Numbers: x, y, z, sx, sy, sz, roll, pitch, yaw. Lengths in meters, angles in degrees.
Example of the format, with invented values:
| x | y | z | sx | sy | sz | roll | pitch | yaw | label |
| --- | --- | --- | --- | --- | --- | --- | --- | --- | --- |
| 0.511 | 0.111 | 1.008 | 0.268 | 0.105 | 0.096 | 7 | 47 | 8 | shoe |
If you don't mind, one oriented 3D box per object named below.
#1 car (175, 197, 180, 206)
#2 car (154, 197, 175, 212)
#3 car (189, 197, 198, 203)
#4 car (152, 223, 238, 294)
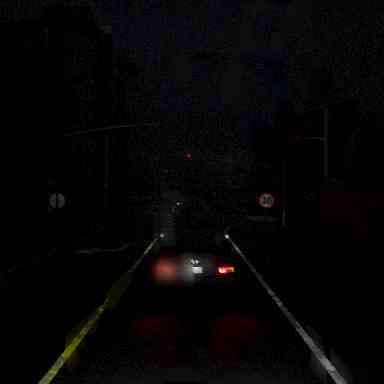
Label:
| x | y | z | sx | sy | sz | roll | pitch | yaw | label |
| --- | --- | --- | --- | --- | --- | --- | --- | --- | --- |
| -3.467 | 1.492 | 53.714 | 2.128 | 1.511 | 4.902 | 0 | 0 | 0 | car |
| -3.292 | 1.504 | 39.063 | 1.837 | 1.490 | 4.892 | 0 | 0 | -3 | car |
| 0.262 | 1.600 | 69.680 | 1.895 | 1.301 | 4.718 | 0 | 0 | 0 | car |
| 0.080 | 1.547 | 8.908 | 2.033 | 1.411 | 5.357 | 0 | 0 | 0 | car |
